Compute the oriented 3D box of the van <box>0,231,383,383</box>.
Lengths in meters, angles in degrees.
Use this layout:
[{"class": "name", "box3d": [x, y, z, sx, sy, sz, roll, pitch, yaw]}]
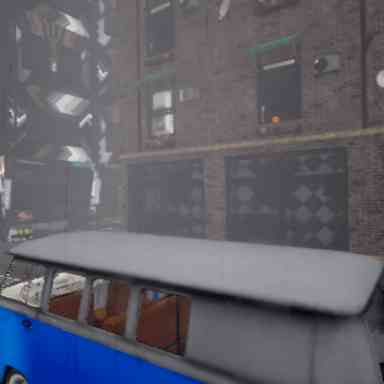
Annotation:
[{"class": "van", "box3d": [-0.283, 1.340, 3.078, 3.998, 1.788, 1.690, -1, 0, 34]}]
